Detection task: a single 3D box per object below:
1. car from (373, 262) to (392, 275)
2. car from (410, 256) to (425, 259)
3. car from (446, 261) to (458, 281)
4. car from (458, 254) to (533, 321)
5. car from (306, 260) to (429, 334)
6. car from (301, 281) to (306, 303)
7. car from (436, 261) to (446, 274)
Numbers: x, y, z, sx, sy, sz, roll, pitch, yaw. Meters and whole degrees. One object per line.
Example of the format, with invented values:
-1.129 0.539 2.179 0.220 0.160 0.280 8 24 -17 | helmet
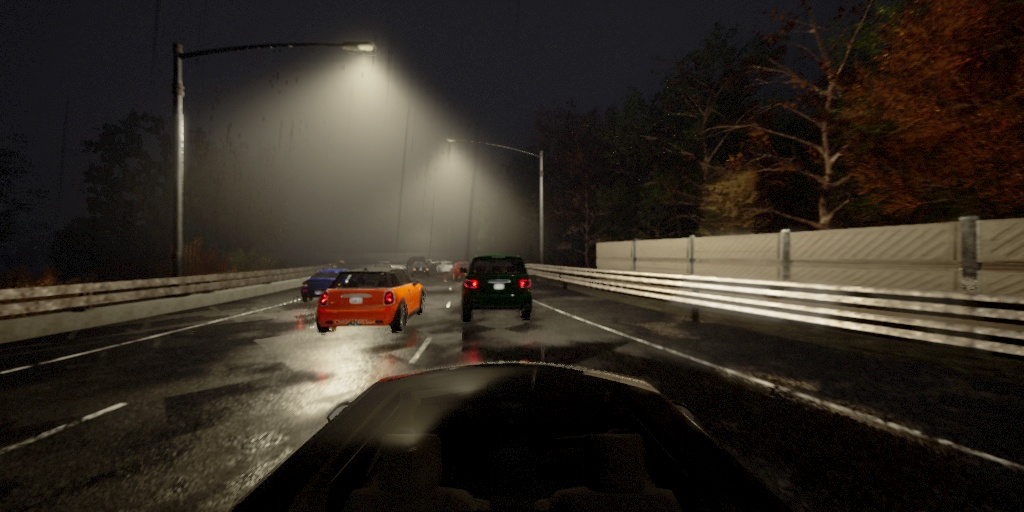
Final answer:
-15.480 1.445 42.607 1.895 1.301 4.718 0 0 -22 | car
-15.523 1.084 57.993 2.150 2.045 5.566 0 0 -30 | car
-4.293 1.273 31.259 1.882 1.535 5.008 0 0 -16 | car
-0.666 0.983 12.834 2.150 2.045 5.566 0 0 -6 | car
-4.029 1.125 10.993 2.097 1.767 4.553 0 0 -4 | car
-8.268 1.319 16.952 1.812 1.442 4.674 0 0 -8 | car
-7.649 1.343 41.657 1.812 1.442 4.674 0 0 -20 | car
